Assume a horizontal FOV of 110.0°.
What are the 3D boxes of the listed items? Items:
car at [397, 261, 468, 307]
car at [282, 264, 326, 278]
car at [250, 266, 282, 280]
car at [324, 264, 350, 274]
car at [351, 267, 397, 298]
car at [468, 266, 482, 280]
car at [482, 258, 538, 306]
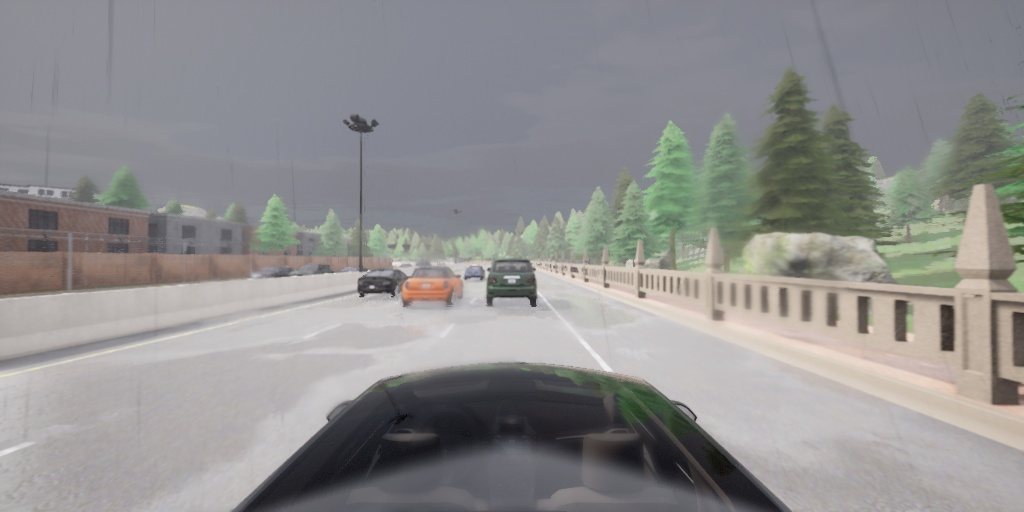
[{"bbox_3d":[-3.520,1.272,16.790,2.097,1.767,4.553,0,-1,0],"label":"car"},{"bbox_3d":[-17.838,1.475,32.072,2.097,1.767,4.553,0,-1,0],"label":"car"},{"bbox_3d":[-21.340,1.628,32.386,2.128,1.511,4.902,0,-1,0],"label":"car"},{"bbox_3d":[-14.341,1.665,32.320,2.033,1.411,5.357,0,-1,0],"label":"car"},{"bbox_3d":[-7.045,1.448,20.468,1.882,1.535,5.008,0,-1,0],"label":"car"},{"bbox_3d":[-3.675,1.678,36.193,2.033,1.411,5.357,0,-1,0],"label":"car"},{"bbox_3d":[-0.018,1.134,16.921,2.150,2.045,5.566,0,-1,0],"label":"car"}]
